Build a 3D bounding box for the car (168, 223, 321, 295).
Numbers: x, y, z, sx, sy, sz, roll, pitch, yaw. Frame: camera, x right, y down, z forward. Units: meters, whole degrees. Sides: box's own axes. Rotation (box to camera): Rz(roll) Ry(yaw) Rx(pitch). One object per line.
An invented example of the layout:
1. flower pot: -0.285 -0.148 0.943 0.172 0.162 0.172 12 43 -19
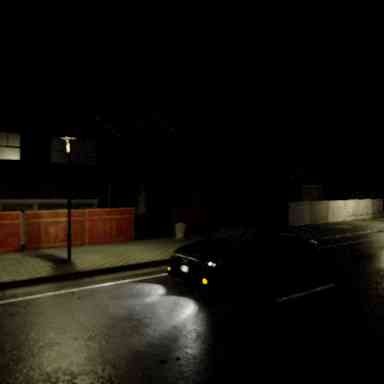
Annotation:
1. car: 1.462 1.546 8.697 4.181 1.385 1.994 0 0 -35
